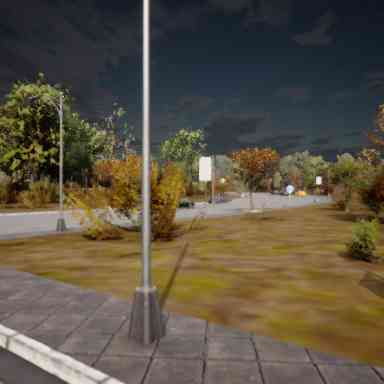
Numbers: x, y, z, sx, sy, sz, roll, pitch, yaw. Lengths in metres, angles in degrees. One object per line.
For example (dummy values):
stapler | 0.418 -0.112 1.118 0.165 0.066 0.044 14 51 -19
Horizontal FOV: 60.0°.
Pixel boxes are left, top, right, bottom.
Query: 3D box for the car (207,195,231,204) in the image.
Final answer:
car | 4.587 1.274 55.516 2.033 1.411 5.357 0 1 37

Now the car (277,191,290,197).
car | 24.616 0.460 87.841 1.994 1.385 4.181 0 1 1

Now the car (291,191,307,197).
car | 28.003 0.420 85.874 1.882 1.535 5.008 0 1 1

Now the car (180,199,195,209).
car | -1.762 1.535 42.010 1.895 1.301 4.718 0 1 39
